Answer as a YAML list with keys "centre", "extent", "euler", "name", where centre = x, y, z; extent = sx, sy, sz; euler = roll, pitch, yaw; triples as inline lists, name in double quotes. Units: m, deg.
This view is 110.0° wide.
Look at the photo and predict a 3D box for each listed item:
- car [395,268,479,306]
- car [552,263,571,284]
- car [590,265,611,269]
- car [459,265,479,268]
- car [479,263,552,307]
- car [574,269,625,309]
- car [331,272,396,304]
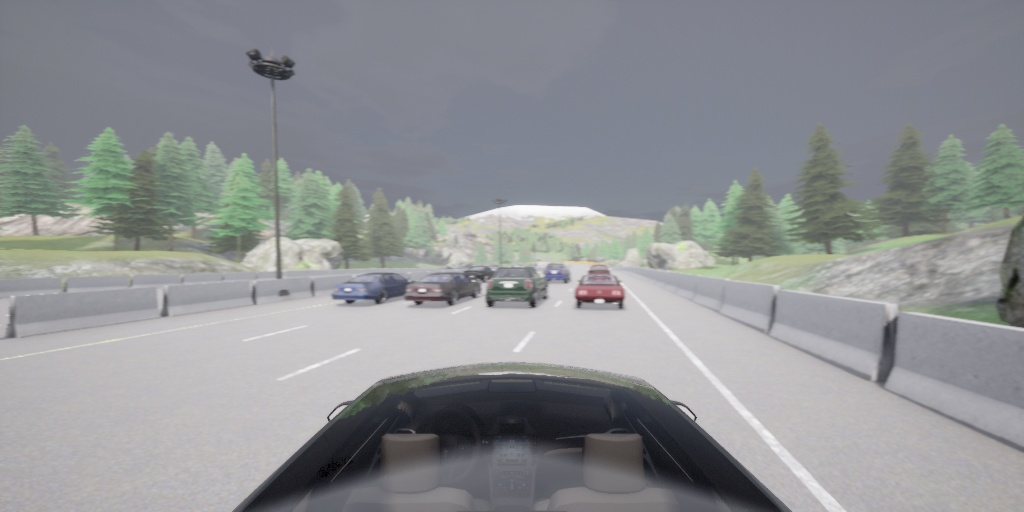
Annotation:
- centre: [-3.056, 1.464, 17.032]
  extent: [2.033, 1.411, 5.357]
  euler: [-1, -1, 14]
  name: "car"
- centre: [3.892, 1.386, 30.900]
  extent: [2.097, 1.767, 4.553]
  euler: [-1, -1, 14]
  name: "car"
- centre: [7.395, 1.468, 30.471]
  extent: [1.882, 1.535, 5.008]
  euler: [-1, -1, 14]
  name: "car"
- centre: [-2.809, 1.620, 32.939]
  extent: [1.882, 1.535, 5.008]
  euler: [-1, -1, 14]
  name: "car"
- centre: [0.367, 1.218, 16.301]
  extent: [2.097, 1.767, 4.553]
  euler: [-1, -1, 14]
  name: "car"
- centre: [3.777, 1.418, 15.503]
  extent: [1.895, 1.301, 4.718]
  euler: [-1, -1, 14]
  name: "car"
- centre: [-6.458, 1.515, 17.853]
  extent: [2.033, 1.411, 5.357]
  euler: [-1, -1, 14]
  name: "car"
